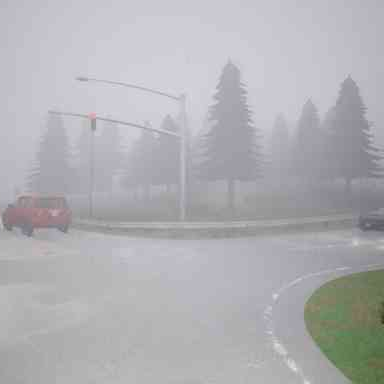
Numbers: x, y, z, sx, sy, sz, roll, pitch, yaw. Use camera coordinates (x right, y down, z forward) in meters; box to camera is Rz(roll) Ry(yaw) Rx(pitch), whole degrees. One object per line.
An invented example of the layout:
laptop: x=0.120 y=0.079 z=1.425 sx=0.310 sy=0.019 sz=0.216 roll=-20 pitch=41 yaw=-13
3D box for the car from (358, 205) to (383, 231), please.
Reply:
car: x=10.893 y=1.226 z=17.329 sx=5.008 sy=1.535 sz=1.882 roll=-3 pitch=1 yaw=-24

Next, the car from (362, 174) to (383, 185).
car: x=23.097 y=-1.656 z=42.115 sx=2.150 sy=2.045 sz=5.566 roll=0 pitch=5 yaw=2

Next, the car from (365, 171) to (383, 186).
car: x=28.057 y=-2.127 z=51.174 sx=2.150 sy=2.045 sz=5.566 roll=0 pitch=5 yaw=25

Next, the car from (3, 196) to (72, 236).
car: x=-8.720 y=1.221 z=18.607 sx=2.150 sy=2.045 sz=5.566 roll=0 pitch=0 yaw=-44
